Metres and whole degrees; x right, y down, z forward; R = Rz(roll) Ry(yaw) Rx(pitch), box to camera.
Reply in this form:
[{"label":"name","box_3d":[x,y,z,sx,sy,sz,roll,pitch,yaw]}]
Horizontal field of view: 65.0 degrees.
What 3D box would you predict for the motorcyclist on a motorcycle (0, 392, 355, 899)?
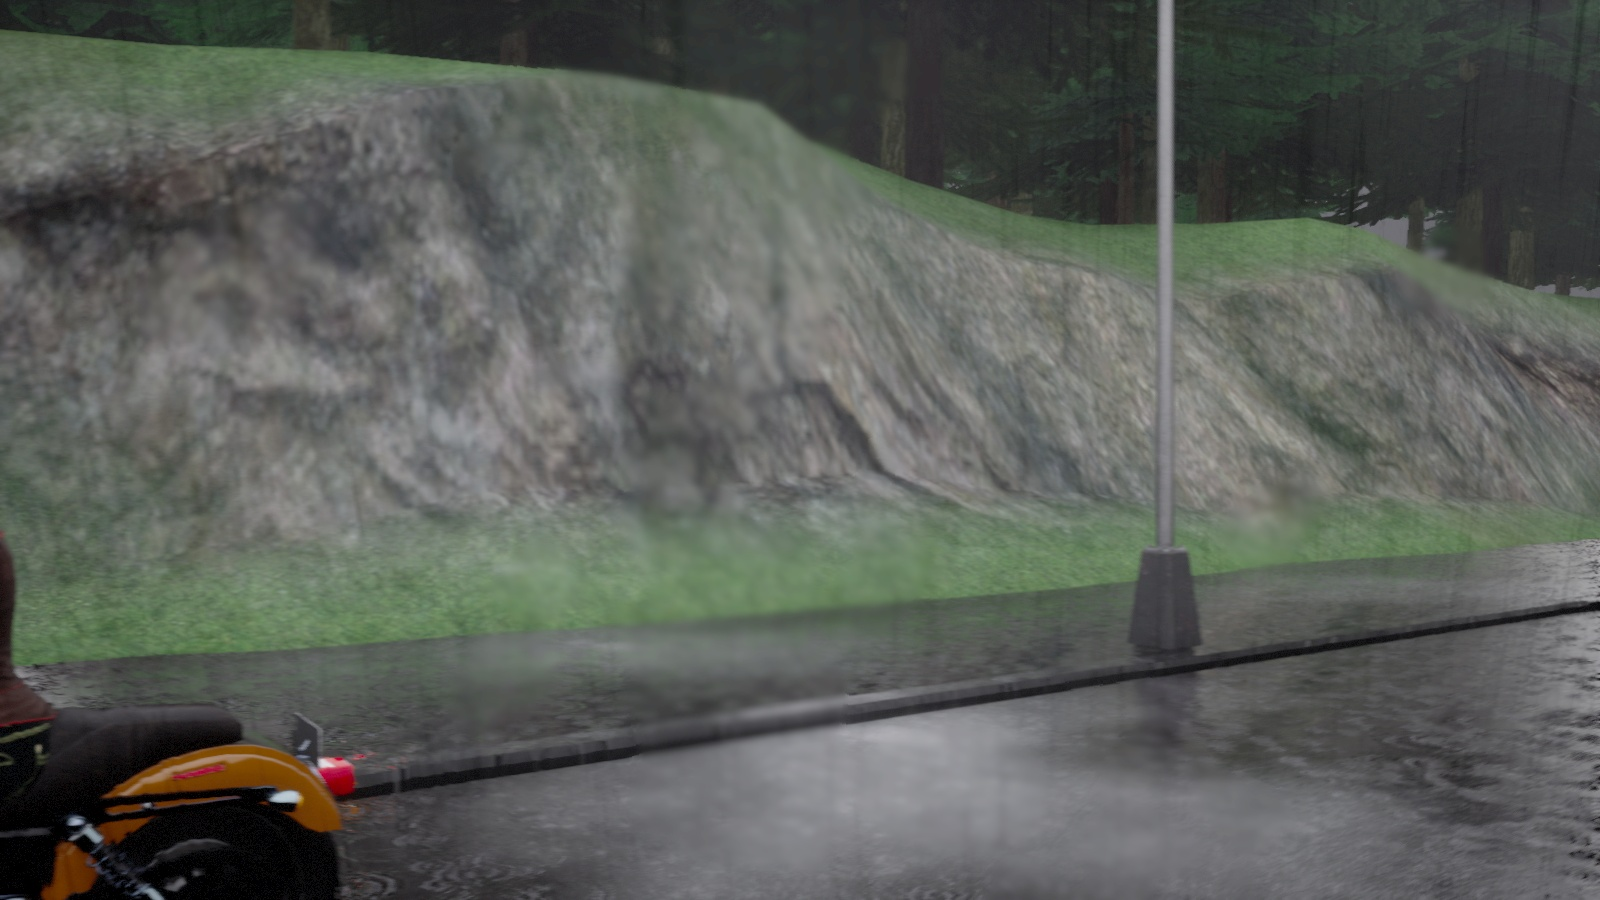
[{"label":"motorcyclist on a motorcycle","box_3d":[-2.266,0.707,2.692,2.350,1.649,0.766,0,0,-35]}]
